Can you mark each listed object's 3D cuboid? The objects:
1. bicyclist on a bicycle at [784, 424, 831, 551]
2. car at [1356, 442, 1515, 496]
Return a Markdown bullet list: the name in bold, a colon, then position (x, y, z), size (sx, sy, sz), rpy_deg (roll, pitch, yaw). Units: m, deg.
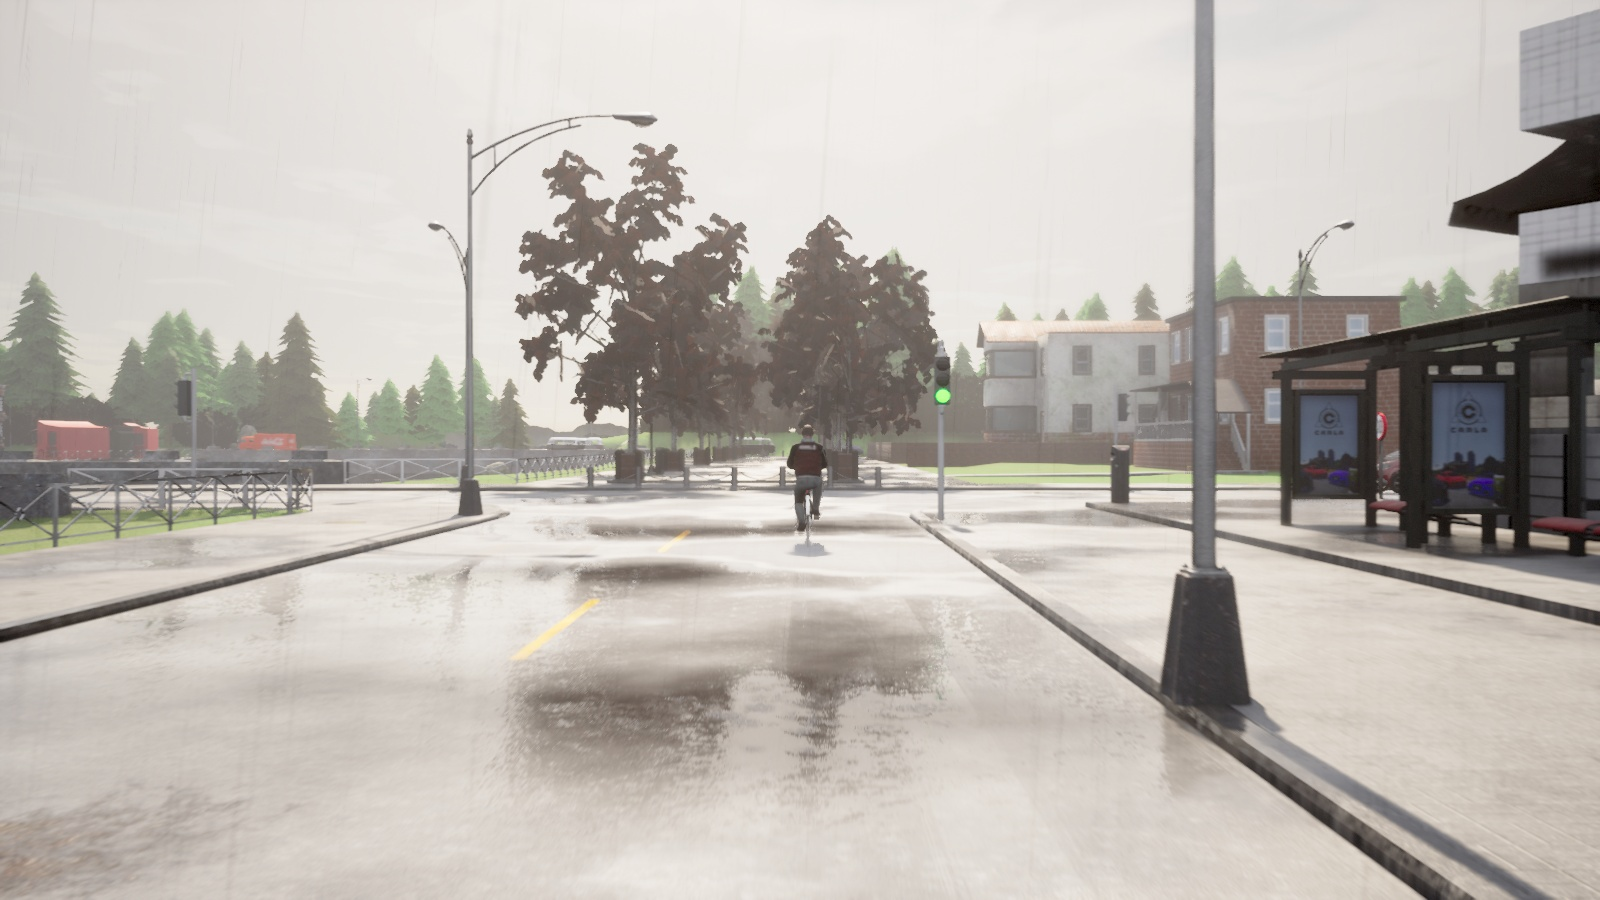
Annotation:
- **bicyclist on a bicycle**: position (0.117, 0.513, 18.477), size (0.659, 1.776, 1.843), rpy_deg (0, 0, 0)
- **car**: position (18.445, 0.534, 36.545), size (3.705, 1.549, 1.789), rpy_deg (0, 0, 0)
